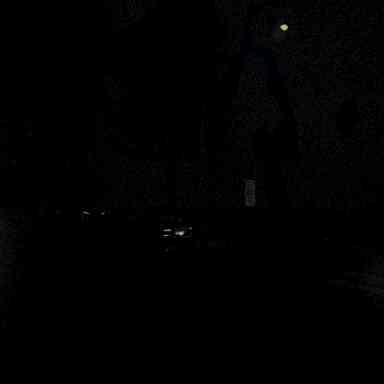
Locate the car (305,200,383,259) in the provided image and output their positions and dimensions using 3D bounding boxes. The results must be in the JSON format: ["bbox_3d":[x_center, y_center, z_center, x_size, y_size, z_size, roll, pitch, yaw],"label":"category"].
[{"bbox_3d":[6.361,1.242,10.497,2.150,2.045,5.566,0,-1,-35],"label":"car"}]

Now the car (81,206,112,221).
[{"bbox_3d":[-9.686,2.073,33.541,1.994,1.385,4.181,0,-1,-35],"label":"car"}]

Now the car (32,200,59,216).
[{"bbox_3d":[-17.698,1.932,40.004,2.150,2.045,5.566,0,-1,-34],"label":"car"}]

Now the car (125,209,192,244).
[{"bbox_3d":[-1.867,1.683,17.151,1.837,1.490,4.892,0,-1,-35],"label":"car"}]
